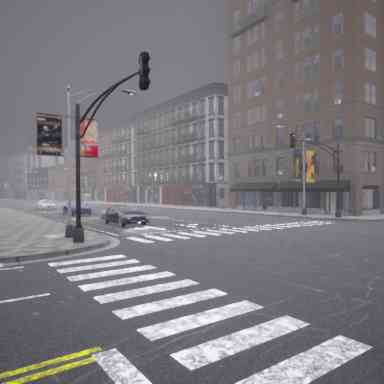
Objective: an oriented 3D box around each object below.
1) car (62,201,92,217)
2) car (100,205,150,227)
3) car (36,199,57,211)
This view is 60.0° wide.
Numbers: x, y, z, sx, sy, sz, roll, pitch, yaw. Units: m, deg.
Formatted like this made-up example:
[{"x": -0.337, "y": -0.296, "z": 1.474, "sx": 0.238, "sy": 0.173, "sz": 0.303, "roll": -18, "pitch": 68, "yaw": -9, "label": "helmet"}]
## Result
[{"x": -11.766, "y": 1.629, "z": 33.821, "sx": 1.882, "sy": 1.535, "sz": 5.008, "roll": -1, "pitch": 0, "yaw": -35, "label": "car"}, {"x": -5.014, "y": 1.653, "z": 24.260, "sx": 2.033, "sy": 1.411, "sz": 5.357, "roll": -1, "pitch": 0, "yaw": -35, "label": "car"}, {"x": -19.410, "y": 1.732, "z": 44.322, "sx": 1.812, "sy": 1.442, "sz": 4.674, "roll": -1, "pitch": 1, "yaw": -37, "label": "car"}]
